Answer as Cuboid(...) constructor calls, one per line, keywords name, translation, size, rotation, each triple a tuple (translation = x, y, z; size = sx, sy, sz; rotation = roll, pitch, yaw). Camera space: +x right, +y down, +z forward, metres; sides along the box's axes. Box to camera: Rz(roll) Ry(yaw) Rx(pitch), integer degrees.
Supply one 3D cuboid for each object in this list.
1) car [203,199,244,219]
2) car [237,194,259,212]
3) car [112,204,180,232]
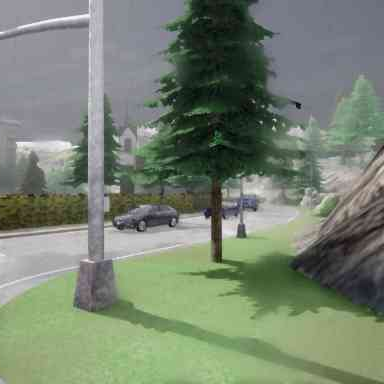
Cuboid(name="car", translation=(2.693, 1.601, 29.146), size=(1.895, 1.301, 4.718), rotation=(0, 0, 26))
Cuboid(name="car", translation=(6.699, 1.222, 39.523), size=(2.150, 2.045, 5.566), rotation=(0, 0, 16))
Cuboid(name="car", translation=(-2.684, 1.505, 20.357), size=(1.837, 1.490, 4.892), rotation=(0, 0, 35))
